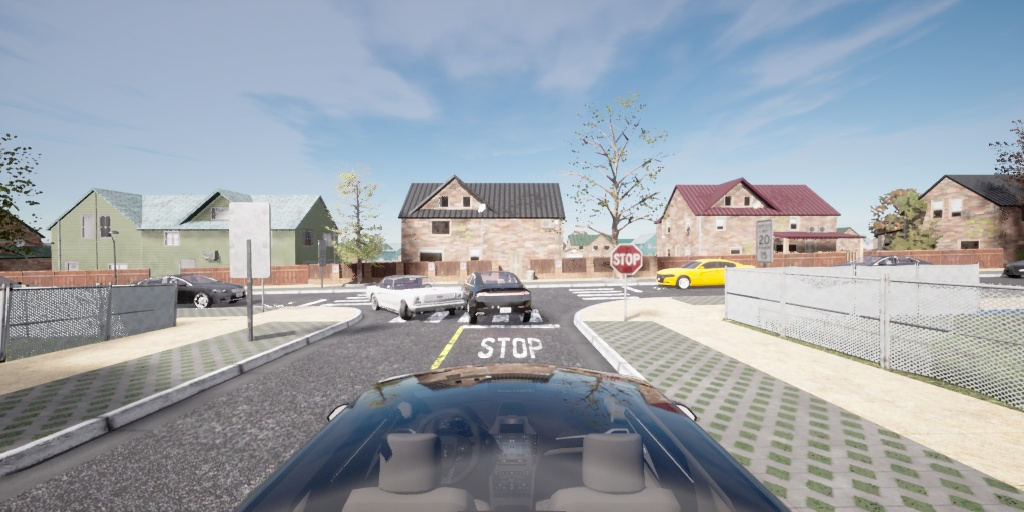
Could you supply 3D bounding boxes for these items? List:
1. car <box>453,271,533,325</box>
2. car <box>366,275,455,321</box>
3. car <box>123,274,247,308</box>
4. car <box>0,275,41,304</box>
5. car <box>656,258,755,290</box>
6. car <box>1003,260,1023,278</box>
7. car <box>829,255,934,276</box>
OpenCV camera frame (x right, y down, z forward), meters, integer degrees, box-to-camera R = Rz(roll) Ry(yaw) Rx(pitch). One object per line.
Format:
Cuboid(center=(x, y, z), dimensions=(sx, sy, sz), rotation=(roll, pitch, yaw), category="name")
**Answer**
Cuboid(center=(-0.678, 1.242, 11.983), dimensions=(2.128, 1.511, 4.902), rotation=(0, 0, -12), category="car")
Cuboid(center=(-3.595, 1.368, 12.844), dimensions=(1.895, 1.301, 4.718), rotation=(0, 0, -38), category="car")
Cuboid(center=(-14.892, 1.566, 16.347), dimensions=(4.902, 1.511, 2.128), rotation=(-1, 1, 0), category="car")
Cuboid(center=(-24.229, 1.648, 16.313), dimensions=(4.553, 1.767, 2.097), rotation=(-1, 1, 0), category="car")
Cuboid(center=(10.392, 0.912, 19.348), dimensions=(5.008, 1.535, 1.882), rotation=(-1, 1, -1), category="car")
Cuboid(center=(29.700, 0.544, 19.440), dimensions=(4.181, 1.385, 1.994), rotation=(-1, 1, 0), category="car")
Cuboid(center=(19.821, 0.703, 19.416), dimensions=(4.902, 1.511, 2.128), rotation=(-1, 1, 0), category="car")
